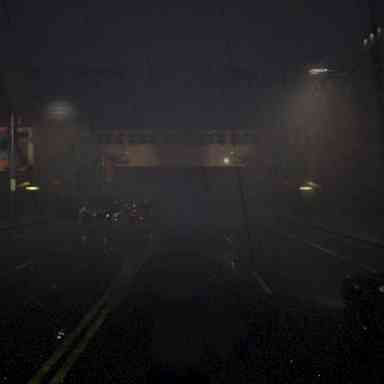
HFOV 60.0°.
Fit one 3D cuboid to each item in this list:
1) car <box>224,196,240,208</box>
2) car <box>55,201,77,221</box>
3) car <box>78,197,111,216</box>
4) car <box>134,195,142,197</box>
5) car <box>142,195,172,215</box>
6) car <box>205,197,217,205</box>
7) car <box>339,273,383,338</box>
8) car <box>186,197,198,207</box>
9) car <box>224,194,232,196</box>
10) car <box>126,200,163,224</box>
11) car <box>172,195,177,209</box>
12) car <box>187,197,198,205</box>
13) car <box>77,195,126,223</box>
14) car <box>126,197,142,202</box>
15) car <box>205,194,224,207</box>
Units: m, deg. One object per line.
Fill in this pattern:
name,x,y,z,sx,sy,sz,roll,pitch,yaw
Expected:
car,6.725,1.738,56.617,1.895,1.301,4.718,0,0,0
car,-9.901,1.551,28.187,2.097,1.535,5.008,0,0,0
car,-10.040,1.442,34.613,2.185,1.767,4.553,0,0,0
car,-7.028,1.471,47.006,2.097,1.767,4.553,0,0,1
car,-3.554,1.439,34.514,2.097,1.767,4.553,0,0,0
car,3.628,1.725,64.122,1.994,1.385,4.181,0,0,0
car,3.598,1.557,3.604,2.033,1.411,5.357,0,0,0
car,0.047,1.738,54.159,1.895,1.301,4.718,0,0,1
car,6.679,1.390,64.014,2.435,2.045,5.566,0,0,0
car,-3.561,1.591,25.728,1.812,1.442,4.674,0,0,1
car,-3.549,1.463,43.891,2.097,1.767,4.553,0,0,1
car,0.128,1.653,64.129,2.128,1.511,4.902,0,0,0
car,-7.066,1.289,26.670,2.150,2.045,5.566,0,0,-1
car,-7.046,1.597,36.592,1.837,1.490,4.892,0,0,1
car,3.543,1.357,53.742,2.150,2.045,5.566,0,0,1
